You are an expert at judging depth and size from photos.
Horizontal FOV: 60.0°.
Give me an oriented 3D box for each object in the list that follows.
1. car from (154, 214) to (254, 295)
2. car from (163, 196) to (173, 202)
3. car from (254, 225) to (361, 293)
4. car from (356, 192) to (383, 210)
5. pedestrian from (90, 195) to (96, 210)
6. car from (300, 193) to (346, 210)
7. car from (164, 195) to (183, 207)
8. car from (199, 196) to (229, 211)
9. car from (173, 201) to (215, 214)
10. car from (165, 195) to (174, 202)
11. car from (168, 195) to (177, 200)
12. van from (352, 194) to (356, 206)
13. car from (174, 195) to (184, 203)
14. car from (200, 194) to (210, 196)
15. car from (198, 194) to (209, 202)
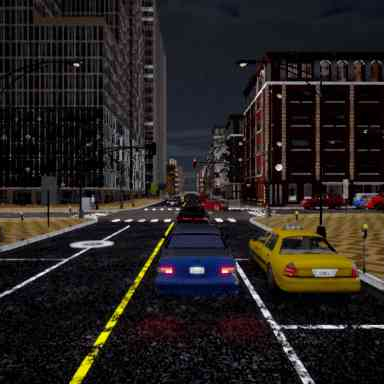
[{"bbox_3d":[0.096,1.547,8.881,2.033,1.411,5.357,0,0,0],"label":"car"},{"bbox_3d":[-5.327,1.556,74.564,2.008,1.369,4.403,0,0,0],"label":"car"},{"bbox_3d":[2.563,1.525,8.732,1.752,1.417,4.829,0,0,0],"label":"car"},{"bbox_3d":[21.667,0.928,36.540,5.566,2.045,2.150,-1,0,-1],"label":"car"},{"bbox_3d":[-12.354,1.270,41.567,0.375,1.860,0.375,0,1,-1],"label":"pedestrian"},{"bbox_3d":[15.308,1.095,38.925,5.009,1.841,2.192,-1,1,-1],"label":"car"},{"bbox_3d":[-2.851,1.493,51.221,2.128,1.511,4.902,0,0,0],"label":"car"},{"bbox_3d":[2.381,1.508,39.596,4.181,1.385,1.994,-1,0,41],"label":"car"},{"bbox_3d":[0.081,1.505,18.622,1.837,1.490,4.892,0,0,0],"label":"car"},{"bbox_3d":[-5.328,1.550,80.157,1.887,1.381,4.507,0,0,0],"label":"car"},{"bbox_3d":[-5.329,1.558,91.343,2.008,1.369,4.403,0,0,0],"label":"car"},{"bbox_3d":[20.964,1.050,38.986,3.998,1.788,1.690,-1,1,-1],"label":"van"},{"bbox_3d":[-2.760,1.482,71.334,1.882,1.535,5.008,0,0,0],"label":"car"},{"bbox_3d":[2.555,1.318,63.379,2.192,1.841,5.009,0,0,0],"label":"car"},{"bbox_3d":[2.553,1.320,74.565,2.192,1.841,5.009,0,0,0],"label":"car"}]
